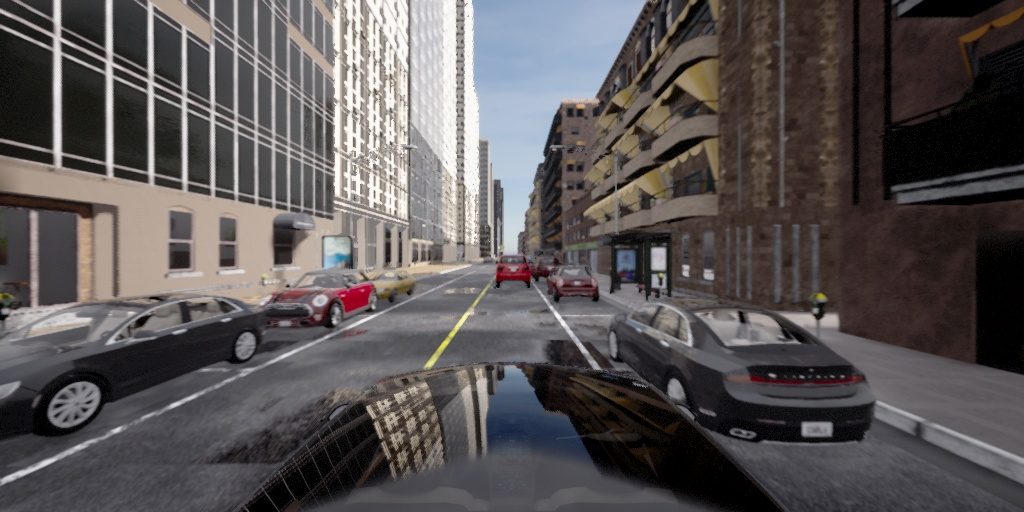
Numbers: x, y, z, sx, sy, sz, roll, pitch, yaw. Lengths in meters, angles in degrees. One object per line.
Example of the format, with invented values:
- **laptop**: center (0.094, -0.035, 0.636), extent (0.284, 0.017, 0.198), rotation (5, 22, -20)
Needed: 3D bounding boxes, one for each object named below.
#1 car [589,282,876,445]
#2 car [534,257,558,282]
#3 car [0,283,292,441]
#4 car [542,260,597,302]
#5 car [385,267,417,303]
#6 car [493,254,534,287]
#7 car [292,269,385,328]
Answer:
- **car**: center (2.689, 1.285, 5.349), extent (2.007, 1.370, 4.403), rotation (0, 0, 0)
- **car**: center (2.672, 0.968, 27.943), extent (2.192, 1.841, 5.009), rotation (0, 0, 0)
- **car**: center (-5.691, 1.291, 5.342), extent (2.007, 1.370, 4.403), rotation (0, 0, 0)
- **car**: center (2.680, 1.133, 16.645), extent (1.967, 1.591, 4.097), rotation (0, 0, 0)
- **car**: center (-5.700, 1.225, 16.469), extent (1.751, 1.417, 4.829), rotation (0, 0, 0)
- **car**: center (0.081, 0.893, 23.781), extent (2.150, 2.045, 5.566), rotation (0, 0, 0)
- **car**: center (-5.696, 1.160, 10.991), extent (1.967, 1.591, 4.097), rotation (0, 0, 0)
